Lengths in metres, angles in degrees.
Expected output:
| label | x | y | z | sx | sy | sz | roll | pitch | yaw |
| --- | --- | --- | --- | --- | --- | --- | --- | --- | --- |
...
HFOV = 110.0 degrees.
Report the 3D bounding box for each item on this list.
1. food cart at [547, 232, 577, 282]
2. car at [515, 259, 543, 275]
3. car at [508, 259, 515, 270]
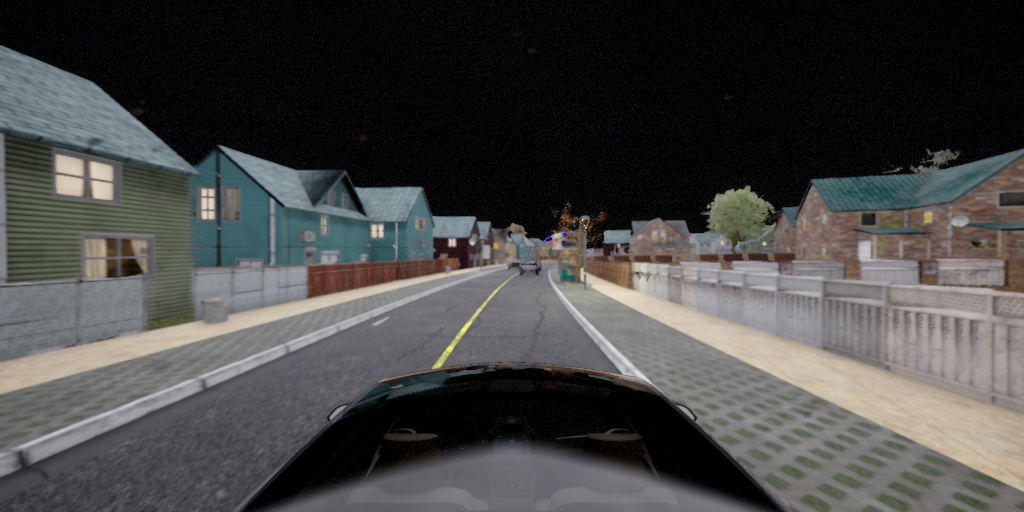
| label | x | y | z | sx | sy | sz | roll | pitch | yaw |
| --- | --- | --- | --- | --- | --- | --- | --- | --- | --- |
| food cart | 3.927 | 0.144 | 26.219 | 2.280 | 3.560 | 4.660 | 0 | 0 | 4 |
| car | 1.819 | 1.131 | 36.358 | 2.128 | 1.511 | 4.902 | 0 | 0 | 7 |
| car | 0.568 | 1.135 | 49.529 | 2.033 | 1.411 | 5.357 | 0 | 0 | 5 |
